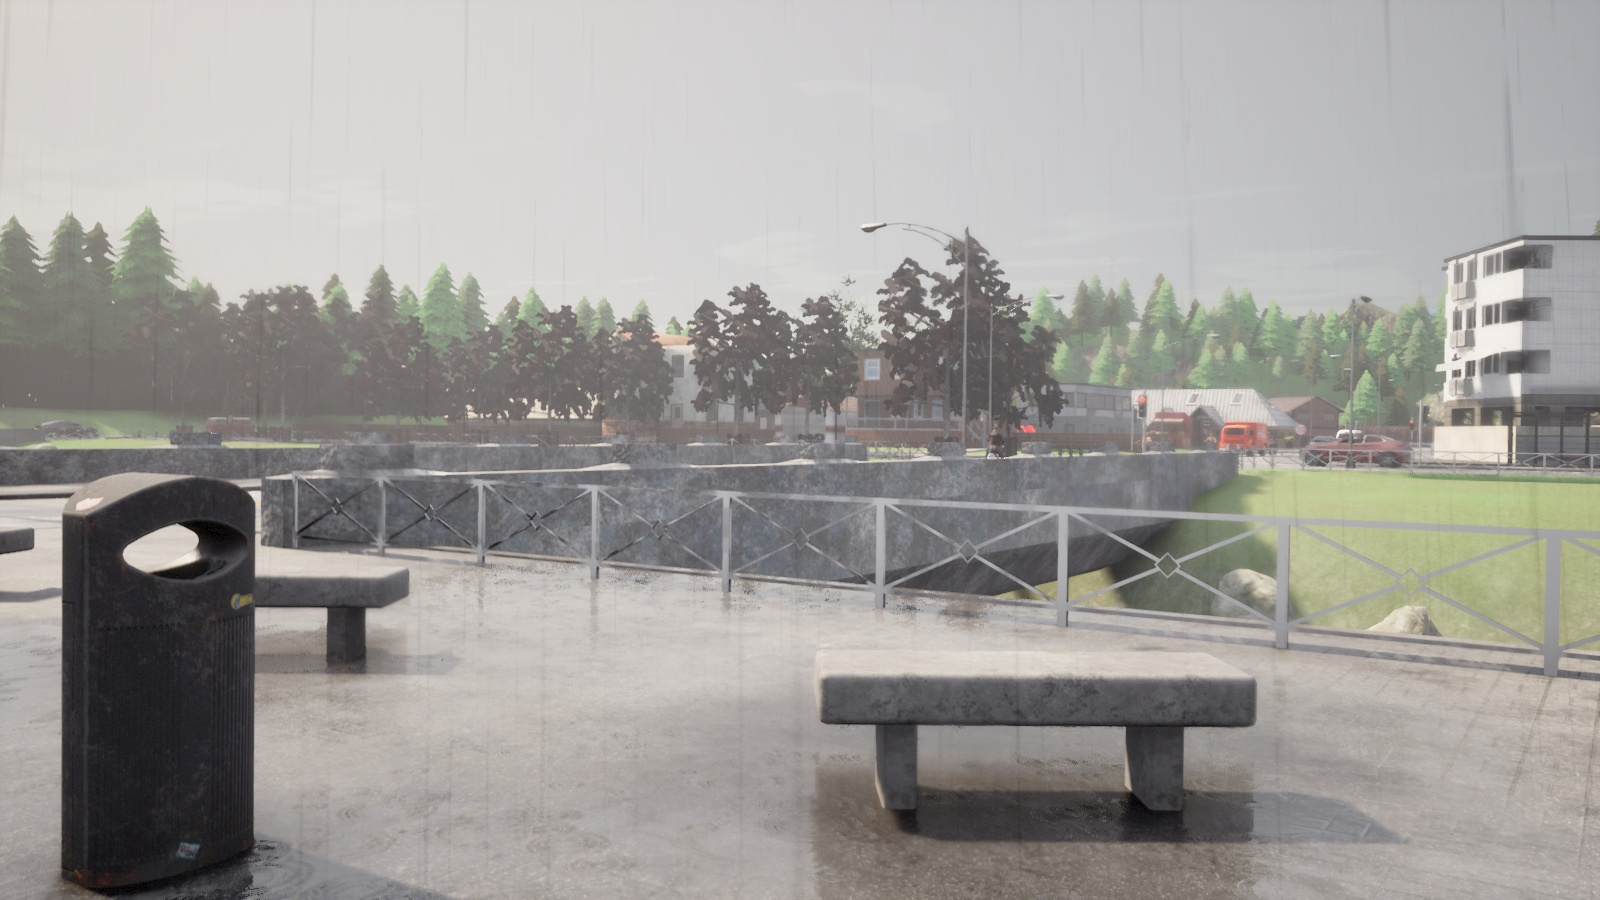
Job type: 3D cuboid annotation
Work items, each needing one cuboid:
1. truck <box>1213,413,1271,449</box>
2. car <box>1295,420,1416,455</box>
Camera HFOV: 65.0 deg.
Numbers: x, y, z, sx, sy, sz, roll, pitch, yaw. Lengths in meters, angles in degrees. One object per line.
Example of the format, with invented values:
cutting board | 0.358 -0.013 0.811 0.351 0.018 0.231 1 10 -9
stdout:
truck | 31.228 -1.331 88.594 2.627 2.467 5.204 0 1 34
car | 26.753 -0.599 60.538 5.027 1.651 2.152 0 1 34
